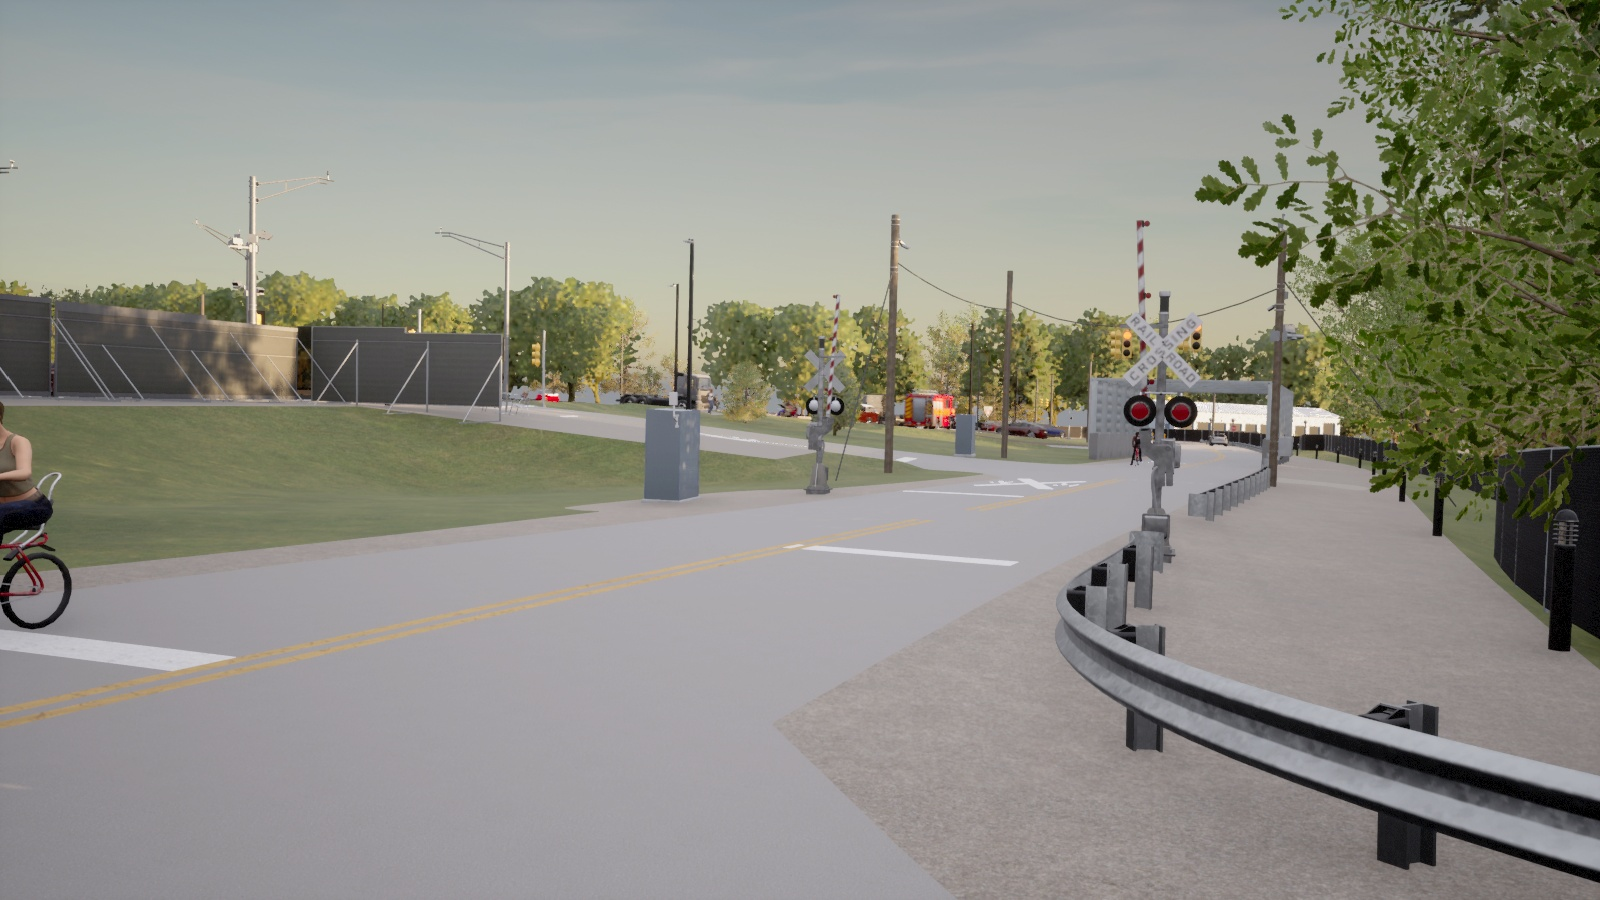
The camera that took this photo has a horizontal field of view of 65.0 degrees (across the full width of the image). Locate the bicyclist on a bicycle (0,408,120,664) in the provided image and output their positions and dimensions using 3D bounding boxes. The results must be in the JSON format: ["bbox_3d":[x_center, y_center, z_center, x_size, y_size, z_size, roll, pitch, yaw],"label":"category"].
[{"bbox_3d":[-5.396,0.535,8.177,0.866,1.612,1.509,1,1,19],"label":"bicyclist on a bicycle"}]
